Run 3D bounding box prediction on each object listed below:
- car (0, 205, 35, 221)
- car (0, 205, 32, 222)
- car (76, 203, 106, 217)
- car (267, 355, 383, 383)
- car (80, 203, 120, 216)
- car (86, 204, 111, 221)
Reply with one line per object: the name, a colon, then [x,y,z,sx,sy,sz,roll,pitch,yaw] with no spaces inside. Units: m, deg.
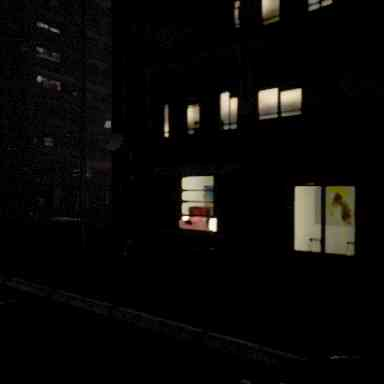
car: [-17.905,2.008,32.358,2.008,1.369,4.403,0,-1,36]
car: [-16.648,2.023,29.703,1.994,1.385,4.181,0,0,36]
car: [-10.819,2.064,37.630,1.812,1.442,4.674,0,0,36]
car: [2.291,1.537,1.387,4.403,1.369,2.008,-1,1,35]
car: [-11.357,2.091,41.279,1.887,1.381,4.507,0,-1,36]
car: [-7.879,2.110,31.854,1.947,1.339,4.313,0,-1,36]
